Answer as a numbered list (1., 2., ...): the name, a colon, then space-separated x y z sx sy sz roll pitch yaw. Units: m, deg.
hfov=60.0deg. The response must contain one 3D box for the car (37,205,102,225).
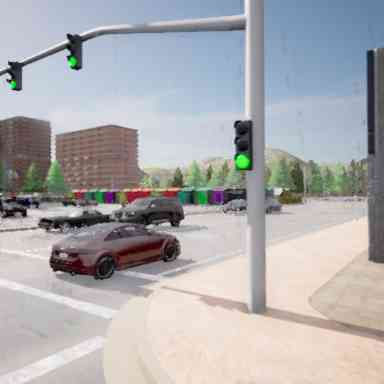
1. car: -7.346 1.772 21.412 1.895 1.301 4.718 -1 0 36

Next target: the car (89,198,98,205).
1. car: -18.798 1.832 60.117 3.905 1.438 1.784 -1 0 35

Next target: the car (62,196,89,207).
1. car: -20.522 1.621 57.789 4.605 1.855 1.932 -1 0 35

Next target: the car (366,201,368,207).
1. car: 28.689 1.639 52.135 2.033 1.411 5.357 -1 0 37

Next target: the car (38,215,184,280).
1. car: -2.212 1.637 10.387 1.994 1.385 4.181 -1 0 36

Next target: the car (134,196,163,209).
1. car: -6.196 1.467 47.704 3.866 1.878 1.905 -1 0 35

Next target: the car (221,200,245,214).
1. car: 5.198 1.682 38.319 1.837 1.490 4.892 -1 0 37

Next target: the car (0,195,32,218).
1. car: -17.480 1.455 31.650 3.866 1.878 1.905 -1 0 35

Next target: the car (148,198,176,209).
1. car: -4.516 1.707 50.062 3.806 1.475 1.970 -1 0 35

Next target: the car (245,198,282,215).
1. car: 8.072 1.499 36.320 2.097 1.767 4.553 -1 0 37

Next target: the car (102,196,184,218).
1. car: -2.779 1.363 21.737 2.150 2.045 5.566 -1 -1 36
